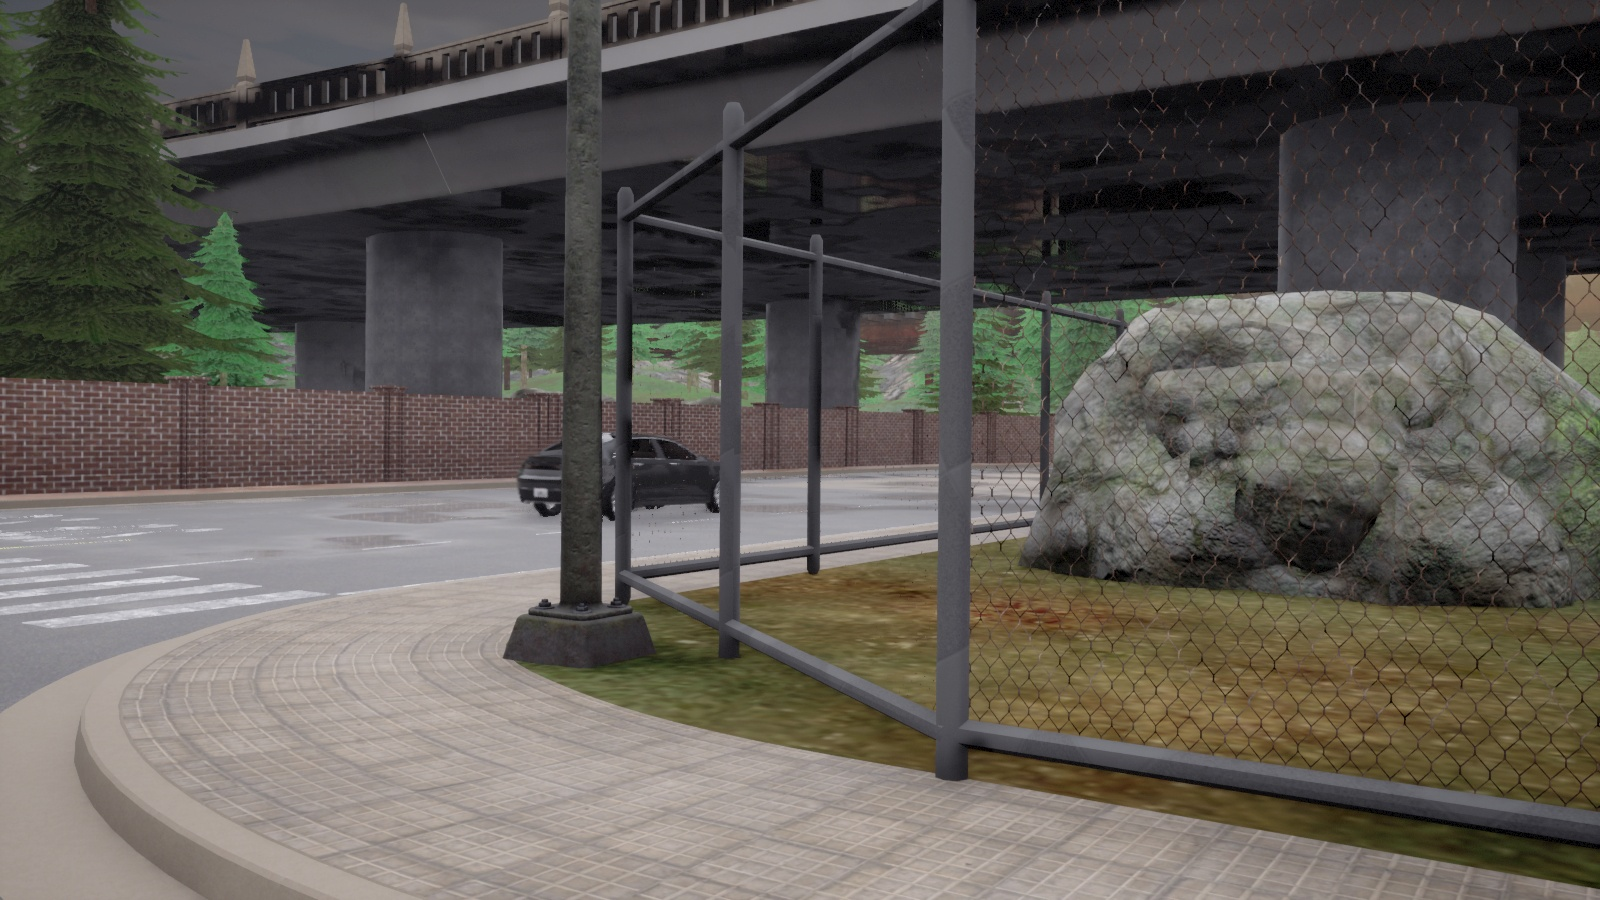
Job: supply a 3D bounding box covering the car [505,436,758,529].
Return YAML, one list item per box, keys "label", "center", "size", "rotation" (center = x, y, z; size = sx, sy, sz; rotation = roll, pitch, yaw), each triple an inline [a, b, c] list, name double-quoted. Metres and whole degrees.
- label: "car"
  center: [-2.951, 0.503, 23.097]
  size: [1.837, 1.490, 4.892]
  rotation: [0, 1, 33]
